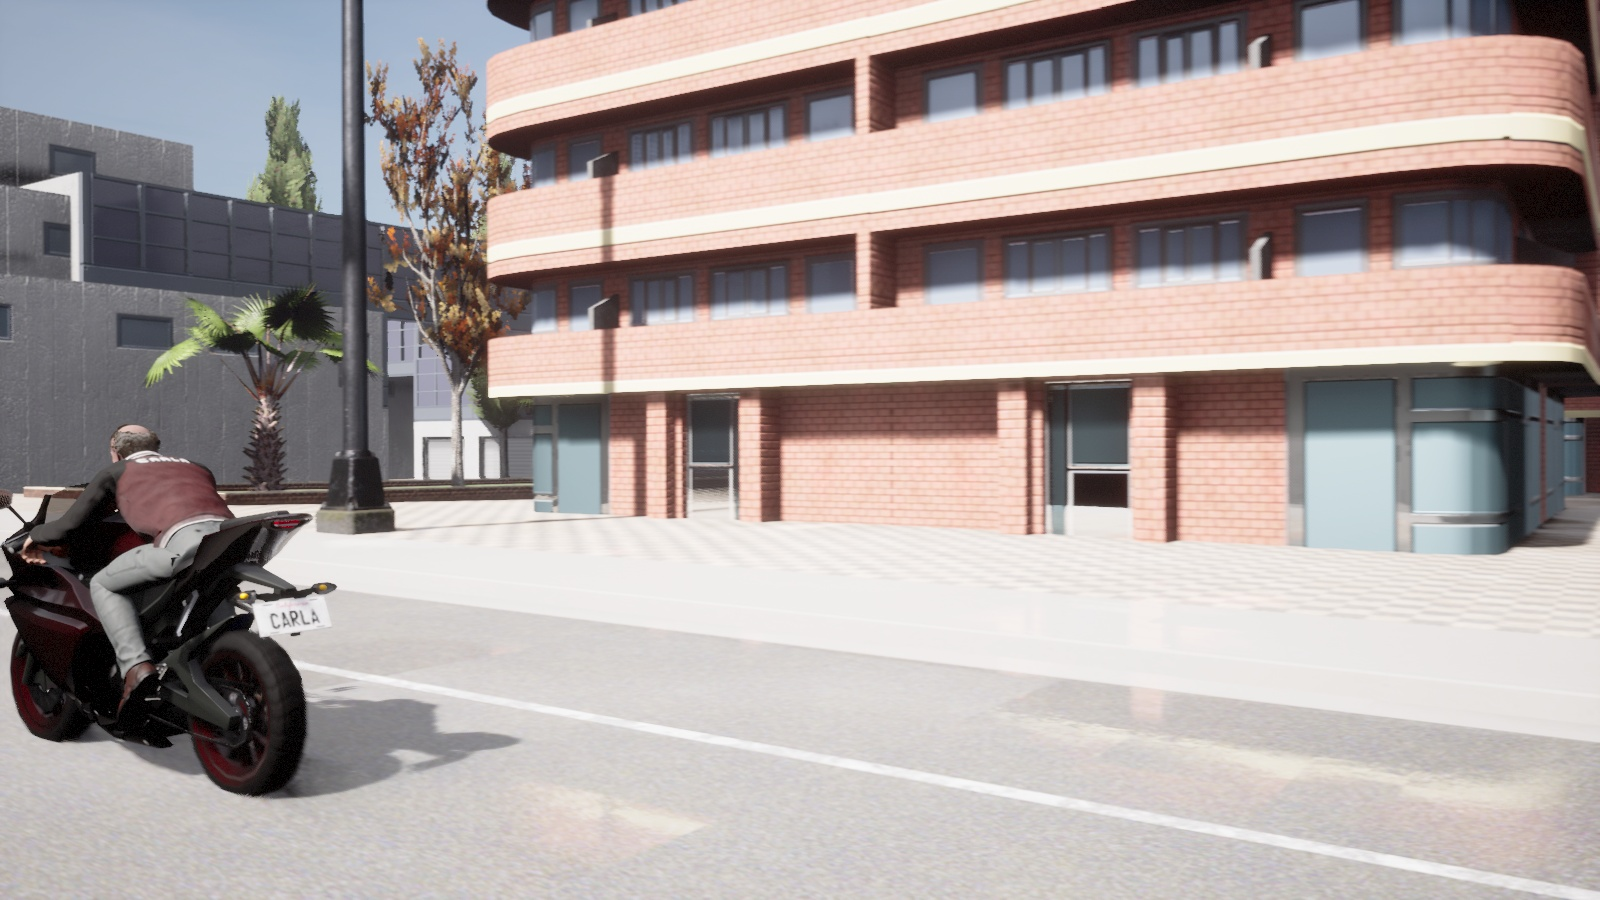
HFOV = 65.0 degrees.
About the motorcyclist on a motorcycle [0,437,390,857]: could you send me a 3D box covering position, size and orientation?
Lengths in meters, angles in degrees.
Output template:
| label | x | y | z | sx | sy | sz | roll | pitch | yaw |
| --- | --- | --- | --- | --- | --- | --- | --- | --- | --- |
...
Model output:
| label | x | y | z | sx | sy | sz | roll | pitch | yaw |
| --- | --- | --- | --- | --- | --- | --- | --- | --- | --- |
| motorcyclist on a motorcycle | -2.895 | 0.718 | 5.552 | 2.191 | 1.530 | 0.866 | 0 | 1 | 34 |
